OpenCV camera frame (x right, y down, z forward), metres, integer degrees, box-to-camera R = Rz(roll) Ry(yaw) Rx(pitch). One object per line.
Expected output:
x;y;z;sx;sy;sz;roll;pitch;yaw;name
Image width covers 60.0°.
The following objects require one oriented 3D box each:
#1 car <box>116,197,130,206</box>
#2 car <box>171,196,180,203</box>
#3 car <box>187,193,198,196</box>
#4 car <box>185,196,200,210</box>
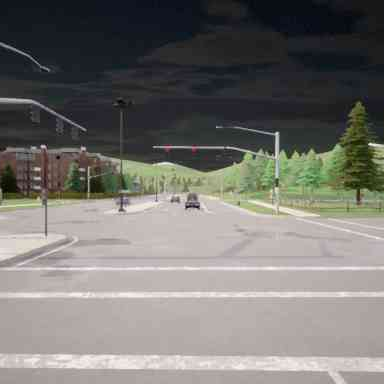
-11.498;1.525;55.351;1.812;1.442;4.674;0;0;0;car
-3.412;1.491;68.922;2.128;1.511;4.902;0;0;0;car
0.088;1.221;68.949;2.150;2.045;5.566;0;0;0;car
0.055;1.601;43.513;1.895;1.301;4.718;0;0;0;car
